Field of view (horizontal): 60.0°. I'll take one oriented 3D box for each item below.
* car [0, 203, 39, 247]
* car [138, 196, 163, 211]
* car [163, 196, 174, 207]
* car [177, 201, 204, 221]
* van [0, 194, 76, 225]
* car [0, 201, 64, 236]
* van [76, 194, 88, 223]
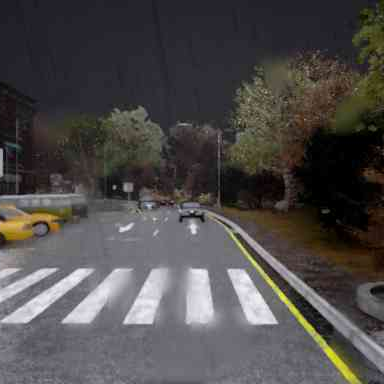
[{"bbox_3d":[-9.369,1.469,13.531,5.366,1.575,1.946,-1,1,-20],"label":"car"},{"bbox_3d":[-4.661,1.185,35.172,2.128,1.511,4.902,0,1,-12],"label":"car"},{"bbox_3d":[-3.884,1.199,42.555,1.895,1.301,4.718,0,1,-23],"label":"car"},{"bbox_3d":[-0.115,1.381,25.360,2.033,1.411,5.357,0,1,-3],"label":"car"},{"bbox_3d":[-9.362,1.172,19.543,4.442,1.987,1.878,-1,1,-21],"label":"van"},{"bbox_3d":[-9.229,1.437,16.599,5.008,1.535,2.097,-1,0,-20],"label":"car"},{"bbox_3d":[-9.390,1.131,22.543,4.442,1.987,1.878,-1,1,-21],"label":"van"}]
